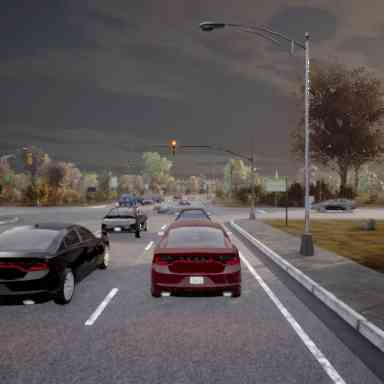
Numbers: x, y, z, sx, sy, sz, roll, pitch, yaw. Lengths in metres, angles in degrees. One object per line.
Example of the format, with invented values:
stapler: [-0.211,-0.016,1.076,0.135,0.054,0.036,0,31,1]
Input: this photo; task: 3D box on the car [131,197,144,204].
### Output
car: [-10.686,1.601,65.623,1.895,1.301,4.718,0,0,0]

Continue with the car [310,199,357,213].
car: [15.664,1.491,36.877,4.902,1.511,2.128,0,0,3]

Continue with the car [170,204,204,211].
car: [0.061,1.564,17.605,1.994,1.385,4.181,0,0,0]

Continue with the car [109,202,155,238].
car: [-3.434,1.491,17.628,2.128,1.511,4.902,0,0,-1]

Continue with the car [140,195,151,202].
car: [-10.684,1.500,75.904,1.837,1.490,4.892,0,0,0]

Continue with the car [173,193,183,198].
car: [-3.703,1.217,85.445,2.150,2.045,5.566,0,0,0]

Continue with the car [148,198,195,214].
car: [-1.672,1.600,34.256,4.718,1.301,1.895,0,0,-34]

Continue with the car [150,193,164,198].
car: [-7.197,1.221,64.551,2.150,2.045,5.566,0,0,1]

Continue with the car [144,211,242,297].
car: [0.081,1.478,8.616,1.882,1.535,5.008,0,0,0]

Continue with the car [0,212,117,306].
car: [-3.417,1.478,8.141,1.882,1.535,5.008,0,0,0]

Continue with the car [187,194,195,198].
car: [-0.204,1.348,85.809,2.097,1.767,4.553,0,0,0]

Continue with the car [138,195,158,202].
car: [-7.223,1.564,55.437,1.994,1.385,4.181,0,0,-1]

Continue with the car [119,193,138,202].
car: [-10.685,1.221,55.856,2.150,2.045,5.566,0,0,2]
